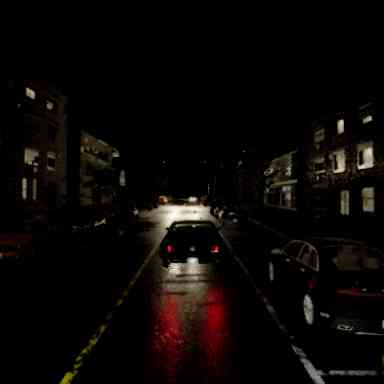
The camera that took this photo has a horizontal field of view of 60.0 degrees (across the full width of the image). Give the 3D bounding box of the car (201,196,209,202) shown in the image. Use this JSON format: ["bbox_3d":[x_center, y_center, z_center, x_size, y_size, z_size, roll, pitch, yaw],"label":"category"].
[{"bbox_3d":[2.983,1.608,78.476,1.752,1.417,4.829,1,0,0],"label":"car"}]

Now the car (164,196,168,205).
[{"bbox_3d":[-5.523,1.627,56.506,1.802,1.307,4.206,1,0,0],"label":"car"}]

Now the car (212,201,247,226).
[{"bbox_3d":[2.761,1.574,23.282,2.008,1.369,4.403,1,0,0],"label":"car"}]

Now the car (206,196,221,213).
[{"bbox_3d":[2.795,1.473,34.348,1.967,1.590,4.097,1,0,0],"label":"car"}]

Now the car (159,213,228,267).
[{"bbox_3d":[0.030,1.610,11.437,1.895,1.301,4.718,0,0,0],"label":"car"}]

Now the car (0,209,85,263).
[{"bbox_3d":[-5.651,1.528,12.071,1.752,1.417,4.829,1,0,0],"label":"car"}]

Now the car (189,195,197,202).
[{"bbox_3d":[0.229,1.490,79.729,1.837,1.490,4.892,0,0,0],"label":"car"}]

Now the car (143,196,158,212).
[{"bbox_3d":[-5.571,1.552,39.737,1.752,1.417,4.829,1,0,0],"label":"car"}]

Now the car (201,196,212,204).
[{"bbox_3d":[2.897,1.613,67.240,1.887,1.381,4.507,1,0,0],"label":"car"}]

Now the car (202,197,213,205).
[{"bbox_3d":[2.874,1.628,62.013,1.947,1.339,4.313,1,0,0],"label":"car"}]

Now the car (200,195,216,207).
[{"bbox_3d":[2.845,1.365,50.947,2.192,1.841,5.009,1,0,0],"label":"car"}]

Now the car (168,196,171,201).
[{"bbox_3d":[-5.504,1.492,62.039,1.967,1.590,4.097,1,0,0],"label":"car"}]

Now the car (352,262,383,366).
[{"bbox_3d":[2.698,1.530,1.319,1.752,1.417,4.829,1,0,0],"label":"car"}]

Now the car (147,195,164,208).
[{"bbox_3d":[-5.552,1.348,45.440,2.192,1.841,5.009,1,0,0],"label":"car"}]

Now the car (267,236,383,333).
[{"bbox_3d":[2.713,1.560,6.683,2.008,1.369,4.403,1,0,0],"label":"car"}]

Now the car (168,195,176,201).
[{"bbox_3d":[-5.544,1.640,91.349,2.008,1.369,4.403,1,0,0],"label":"car"}]

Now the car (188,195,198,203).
[{"bbox_3d":[0.200,1.585,69.726,1.812,1.442,4.674,0,0,0],"label":"car"}]

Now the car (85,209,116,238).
[{"bbox_3d":[-5.635,1.589,17.774,1.802,1.307,4.206,1,0,0],"label":"car"}]

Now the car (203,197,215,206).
[{"bbox_3d":[2.858,1.622,56.480,1.947,1.339,4.313,1,0,0],"label":"car"}]

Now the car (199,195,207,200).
[{"bbox_3d":[3.097,1.671,94.242,1.947,1.339,4.313,1,0,0],"label":"car"}]

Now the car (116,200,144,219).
[{"bbox_3d":[-5.603,1.599,28.841,1.802,1.307,4.206,1,0,0],"label":"car"}]

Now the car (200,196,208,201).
[{"bbox_3d":[3.047,1.645,86.697,2.008,1.369,4.403,1,0,0],"label":"car"}]

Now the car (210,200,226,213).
[{"bbox_3d":[2.777,1.610,28.815,1.802,1.307,4.206,1,0,0],"label":"car"}]

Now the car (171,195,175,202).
[{"bbox_3d":[-5.523,1.599,80.113,1.752,1.417,4.829,1,0,0],"label":"car"}]
